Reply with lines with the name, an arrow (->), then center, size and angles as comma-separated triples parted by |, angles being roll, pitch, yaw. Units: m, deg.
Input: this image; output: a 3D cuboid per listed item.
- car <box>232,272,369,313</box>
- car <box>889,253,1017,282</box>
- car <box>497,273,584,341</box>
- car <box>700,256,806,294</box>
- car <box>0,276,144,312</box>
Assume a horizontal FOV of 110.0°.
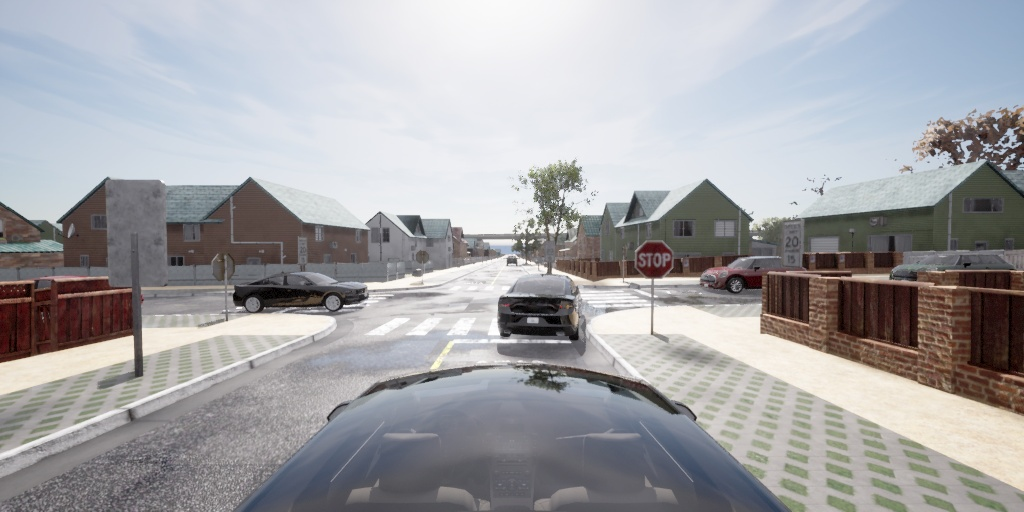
car -> -8.468, 1.377, 14.604 | 5.008, 1.535, 1.882 | -1, 2, 0
car -> 21.703, 0.646, 17.757 | 4.553, 1.767, 2.097 | -1, 2, 0
car -> 0.958, 1.225, 10.077 | 1.882, 1.535, 5.008 | 0, 0, 12
car -> 11.808, 0.821, 17.686 | 4.553, 1.767, 2.097 | -1, 2, 0
car -> -18.020, 1.547, 14.542 | 5.008, 1.535, 1.882 | -1, 2, 0
